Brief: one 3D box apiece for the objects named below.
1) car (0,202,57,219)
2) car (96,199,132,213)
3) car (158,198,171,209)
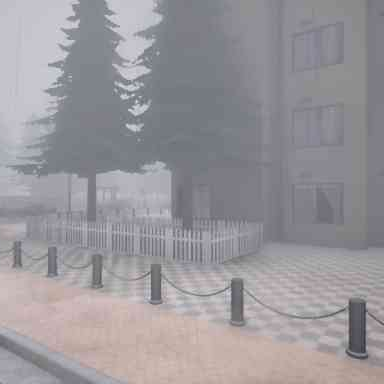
[{"bbox_3d":[-14.342,1.585,28.769,1.895,1.301,4.718,0,0,37],"label":"car"},{"bbox_3d":[-8.716,1.476,36.217,2.128,1.511,4.902,0,0,37],"label":"car"},{"bbox_3d":[-2.478,1.510,44.447,1.812,1.442,4.674,0,0,37],"label":"car"}]
